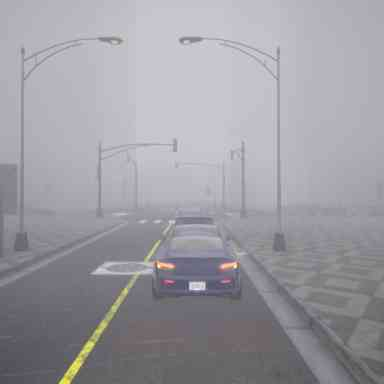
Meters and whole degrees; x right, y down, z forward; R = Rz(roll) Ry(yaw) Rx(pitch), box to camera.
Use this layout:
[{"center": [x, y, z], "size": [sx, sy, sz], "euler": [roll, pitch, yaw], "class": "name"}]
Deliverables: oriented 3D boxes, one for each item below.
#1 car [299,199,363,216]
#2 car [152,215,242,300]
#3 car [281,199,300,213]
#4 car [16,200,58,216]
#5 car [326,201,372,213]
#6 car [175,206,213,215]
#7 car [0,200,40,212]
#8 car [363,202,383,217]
[{"center": [12.337, 1.544, 29.751], "size": [4.403, 1.369, 2.008], "euler": [0, -1, 0], "class": "car"}, {"center": [0.105, 1.528, 8.292], "size": [1.812, 1.442, 4.674], "euler": [0, 0, 0], "class": "car"}, {"center": [12.340, 1.563, 38.277], "size": [4.097, 1.590, 1.967], "euler": [0, -1, 0], "class": "car"}, {"center": [-14.583, 1.437, 29.667], "size": [4.829, 1.417, 1.752], "euler": [0, -1, 0], "class": "car"}, {"center": [18.010, 1.694, 38.293], "size": [4.403, 1.369, 2.008], "euler": [0, -1, 0], "class": "car"}, {"center": [0.103, 1.483, 17.630], "size": [1.882, 1.535, 5.008], "euler": [0, 0, 0], "class": "car"}, {"center": [-20.151, 1.580, 38.173], "size": [4.403, 1.369, 2.008], "euler": [0, -1, 0], "class": "car"}, {"center": [18.007, 1.579, 29.769], "size": [4.313, 1.339, 1.947], "euler": [0, -1, 0], "class": "car"}]
